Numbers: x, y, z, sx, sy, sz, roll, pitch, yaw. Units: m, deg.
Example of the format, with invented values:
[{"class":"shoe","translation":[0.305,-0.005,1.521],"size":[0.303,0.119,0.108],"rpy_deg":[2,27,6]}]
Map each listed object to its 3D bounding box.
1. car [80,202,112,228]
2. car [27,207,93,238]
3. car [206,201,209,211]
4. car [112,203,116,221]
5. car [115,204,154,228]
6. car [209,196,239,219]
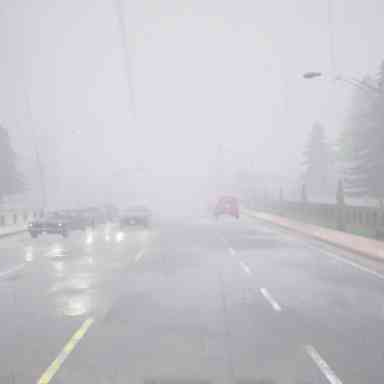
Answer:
[{"class":"car","translation":[-7.345,1.731,23.676],"size":[1.837,1.490,4.892],"rpy_deg":[0,0,-1]},{"class":"car","translation":[-7.365,1.742,18.773],"size":[1.895,1.301,4.718],"rpy_deg":[0,0,-1]},{"class":"car","translation":[2.873,1.846,44.747],"size":[1.895,1.301,4.718],"rpy_deg":[0,0,0]},{"class":"car","translation":[-7.491,1.704,29.001],"size":[1.837,1.490,4.892],"rpy_deg":[0,0,0]},{"class":"car","translation":[-3.846,1.667,23.731],"size":[1.882,1.535,5.008],"rpy_deg":[0,0,-1]},{"class":"car","translation":[3.085,1.391,31.373],"size":[2.150,2.045,5.566],"rpy_deg":[0,0,-1]}]
